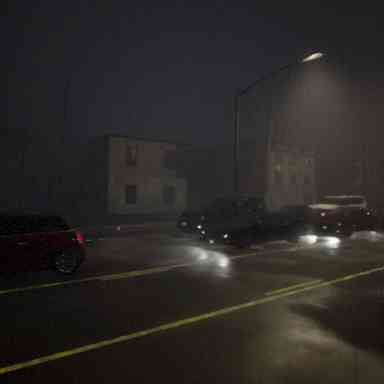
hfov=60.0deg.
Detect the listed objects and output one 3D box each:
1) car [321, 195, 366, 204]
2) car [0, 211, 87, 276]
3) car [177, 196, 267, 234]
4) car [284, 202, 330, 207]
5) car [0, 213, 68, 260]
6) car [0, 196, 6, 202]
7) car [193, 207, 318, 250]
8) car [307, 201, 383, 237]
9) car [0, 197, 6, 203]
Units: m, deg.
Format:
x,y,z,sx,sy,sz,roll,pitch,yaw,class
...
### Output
x,y,z,sx,sy,sz,roll,pitch,yaw,class
10.779,1.284,24.510,5.566,2.045,2.150,0,0,-34,car
-5.279,1.353,8.822,4.553,1.767,2.097,0,0,-36,car
1.858,1.257,18.206,5.566,2.045,2.150,0,0,-36,car
6.567,1.574,21.453,4.674,1.442,1.812,0,0,-36,car
-6.893,1.566,11.975,4.181,1.385,1.994,0,0,-36,car
-44.172,1.601,75.233,1.853,1.218,4.536,1,-1,-5,car
2.940,1.581,14.682,5.357,1.411,2.033,0,0,-35,car
8.570,1.545,18.582,4.181,1.385,1.994,-5,3,-35,car
-44.169,1.758,75.180,2.038,1.542,4.974,1,-1,-5,car
